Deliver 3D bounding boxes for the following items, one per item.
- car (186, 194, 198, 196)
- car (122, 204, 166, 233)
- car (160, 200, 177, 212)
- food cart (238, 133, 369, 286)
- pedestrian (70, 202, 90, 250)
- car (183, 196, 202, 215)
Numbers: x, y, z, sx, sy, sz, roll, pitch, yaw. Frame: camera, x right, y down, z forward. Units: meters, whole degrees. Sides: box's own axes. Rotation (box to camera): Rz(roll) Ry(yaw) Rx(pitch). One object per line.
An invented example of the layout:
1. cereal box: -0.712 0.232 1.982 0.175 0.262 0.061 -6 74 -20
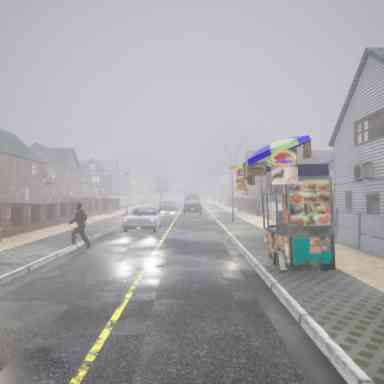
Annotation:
1. car: 0.033 1.285 45.803 2.150 2.045 5.566 0 0 0
2. car: -2.868 1.620 20.077 1.895 1.301 4.718 0 0 0
3. car: -2.886 1.615 40.023 1.994 1.385 4.181 0 0 0
4. food cart: 2.944 0.475 10.191 2.280 3.560 4.660 -2 -2 0
5. pedestrian: -4.370 1.305 12.999 0.375 1.860 0.375 2 -2 0
6. car: 0.061 1.520 35.242 1.882 1.535 5.008 0 0 0
